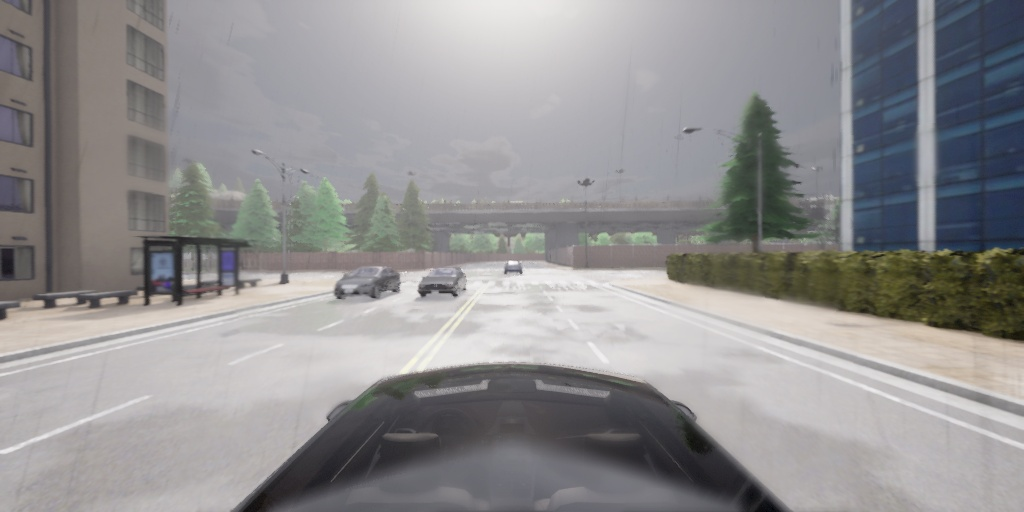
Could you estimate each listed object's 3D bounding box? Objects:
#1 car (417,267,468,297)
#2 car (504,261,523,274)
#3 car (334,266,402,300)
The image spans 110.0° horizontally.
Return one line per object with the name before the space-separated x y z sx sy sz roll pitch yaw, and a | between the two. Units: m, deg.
car | -3.485 1.279 18.982 2.033 1.411 5.357 0 0 0
car | 0.142 1.185 39.021 1.994 1.385 4.181 0 0 0
car | -6.997 1.249 17.859 2.128 1.511 4.902 0 0 0
